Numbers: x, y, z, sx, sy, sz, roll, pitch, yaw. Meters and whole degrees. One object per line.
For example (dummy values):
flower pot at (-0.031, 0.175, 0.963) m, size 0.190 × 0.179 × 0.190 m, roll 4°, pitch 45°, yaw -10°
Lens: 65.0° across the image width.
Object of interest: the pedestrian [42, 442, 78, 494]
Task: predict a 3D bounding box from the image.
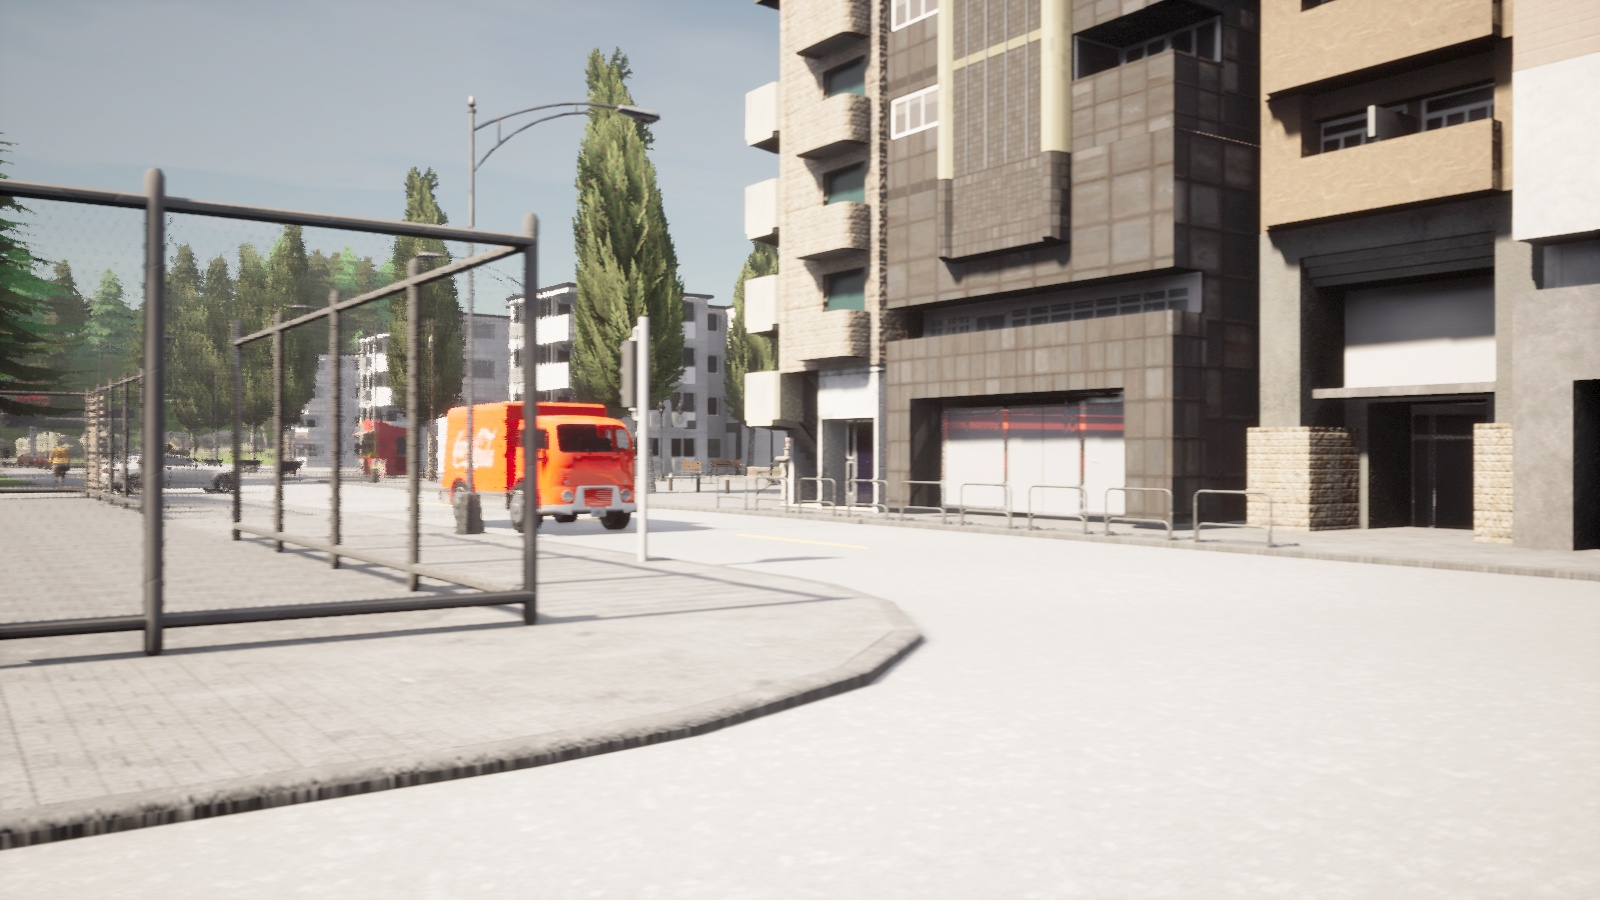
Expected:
pedestrian at (-26.682, 0.654, 45.273) m, size 0.900 × 1.855 × 0.874 m, roll 0°, pitch 0°, yaw 43°

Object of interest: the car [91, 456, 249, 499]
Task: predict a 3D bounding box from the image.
car at (-22.197, 0.926, 44.346) m, size 4.674 × 1.442 × 1.812 m, roll 0°, pitch 0°, yaw -41°

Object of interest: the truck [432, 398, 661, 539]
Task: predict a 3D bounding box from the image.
truck at (-5.170, 0.330, 24.953) m, size 2.627 × 2.467 × 5.204 m, roll 0°, pitch 0°, yaw -35°
